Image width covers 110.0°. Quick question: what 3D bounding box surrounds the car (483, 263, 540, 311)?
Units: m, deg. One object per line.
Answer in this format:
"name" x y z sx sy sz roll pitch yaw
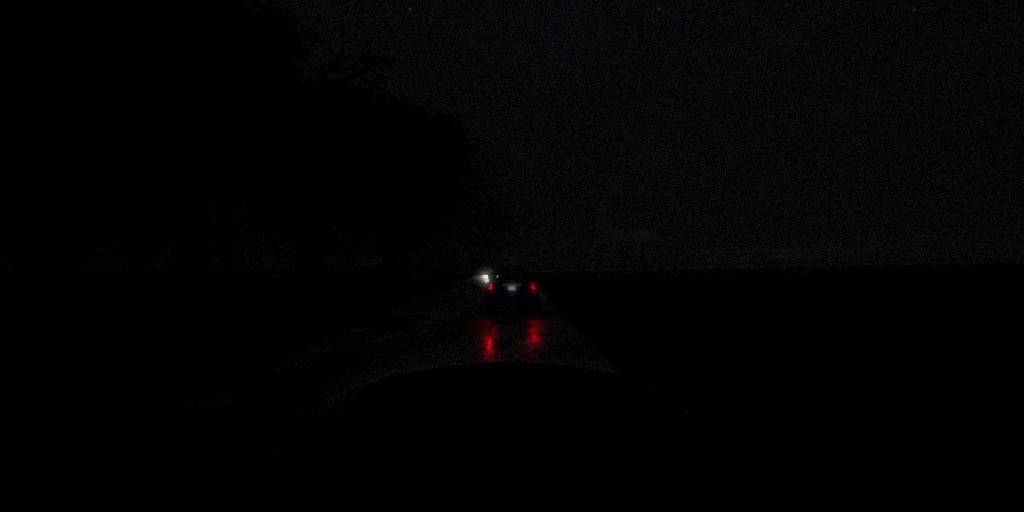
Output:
"car" 0.017 1.229 15.254 2.097 1.767 4.553 0 -1 0

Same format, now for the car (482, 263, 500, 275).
"car" -2.779 1.750 48.419 2.128 1.511 4.902 0 -1 0
